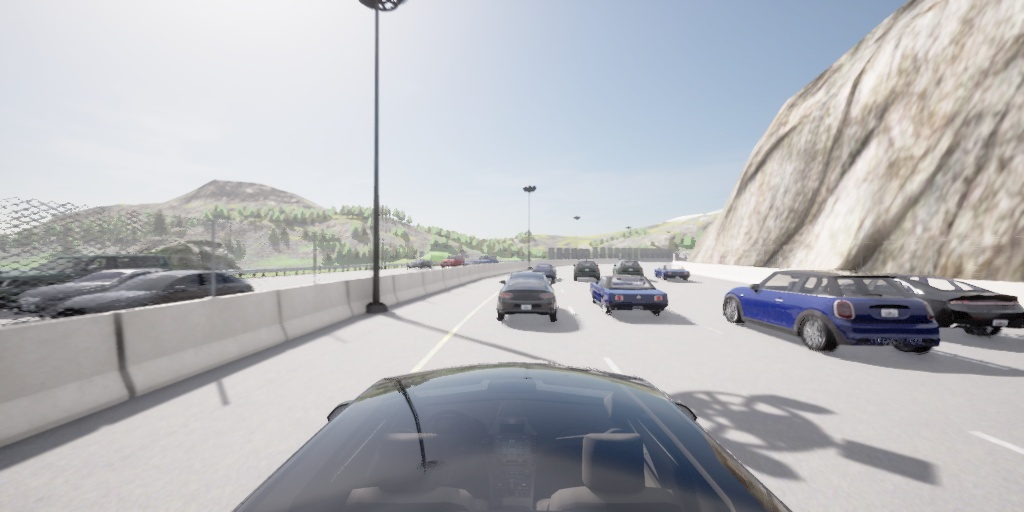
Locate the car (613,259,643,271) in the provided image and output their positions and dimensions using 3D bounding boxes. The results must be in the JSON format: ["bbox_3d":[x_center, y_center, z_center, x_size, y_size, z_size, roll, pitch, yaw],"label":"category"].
[{"bbox_3d":[9.911,1.117,30.894,2.097,1.767,4.553,0,0,10],"label":"car"}]

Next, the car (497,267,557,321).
[{"bbox_3d":[0.538,1.274,12.373,1.812,1.442,4.674,0,0,3],"label":"car"}]

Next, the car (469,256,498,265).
[{"bbox_3d":[-3.661,0.947,50.676,2.150,2.045,5.566,0,0,16],"label":"car"}]

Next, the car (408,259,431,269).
[{"bbox_3d":[-13.735,1.191,53.584,2.128,1.511,4.902,0,0,16],"label":"car"}]

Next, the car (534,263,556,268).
[{"bbox_3d":[2.798,1.312,30.895,1.994,1.385,4.181,0,0,10],"label":"car"}]

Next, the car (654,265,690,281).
[{"bbox_3d":[13.297,1.375,30.134,1.895,1.301,4.718,0,0,10],"label":"car"}]

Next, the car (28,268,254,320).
[{"bbox_3d":[-10.251,1.226,10.818,1.837,1.490,4.892,0,0,3],"label":"car"}]

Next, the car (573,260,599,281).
[{"bbox_3d":[6.280,1.108,30.453,2.097,1.767,4.553,0,0,9],"label":"car"}]

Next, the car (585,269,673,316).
[{"bbox_3d":[4.129,1.357,13.481,1.895,1.301,4.718,0,0,4],"label":"car"}]

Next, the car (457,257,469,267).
[{"bbox_3d":[-6.127,1.265,54.708,2.033,1.411,5.357,0,0,17],"label":"car"}]

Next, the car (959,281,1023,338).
[{"bbox_3d":[10.943,1.266,10.361,2.128,1.511,4.902,0,0,3],"label":"car"}]

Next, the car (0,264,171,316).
[{"bbox_3d":[-13.640,1.204,12.687,2.128,1.511,4.902,0,0,4],"label":"car"}]

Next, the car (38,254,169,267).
[{"bbox_3d":[-17.041,0.925,14.562,2.150,2.045,5.566,0,0,4],"label":"car"}]

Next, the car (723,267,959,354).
[{"bbox_3d":[7.385,1.118,9.040,2.097,1.767,4.553,0,0,3],"label":"car"}]

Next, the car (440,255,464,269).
[{"bbox_3d":[-9.247,0.929,56.435,2.150,2.045,5.566,0,0,17],"label":"car"}]
